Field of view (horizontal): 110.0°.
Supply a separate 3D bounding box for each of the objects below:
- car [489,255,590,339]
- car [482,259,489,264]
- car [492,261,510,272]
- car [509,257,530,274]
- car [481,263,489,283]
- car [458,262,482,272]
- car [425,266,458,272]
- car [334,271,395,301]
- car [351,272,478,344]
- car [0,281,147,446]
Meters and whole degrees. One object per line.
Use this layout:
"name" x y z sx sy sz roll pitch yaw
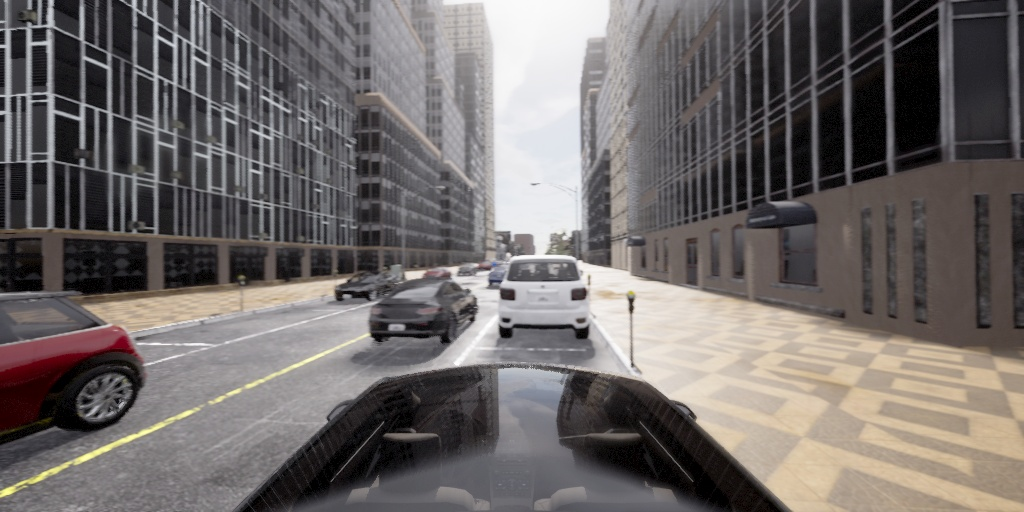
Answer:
"car" 0.910 1.000 10.301 2.150 2.045 5.566 -1 0 5
"car" -3.982 1.504 52.212 1.888 1.381 4.507 0 0 5
"car" -1.465 1.493 50.392 1.994 1.385 4.181 -1 0 6
"car" 1.021 1.106 44.755 2.150 2.045 5.566 -1 0 5
"car" -0.596 1.390 26.393 2.033 1.411 5.357 -1 0 5
"car" -5.046 1.486 40.878 2.007 1.370 4.403 0 0 5
"car" -6.108 1.492 29.541 1.802 1.307 4.207 0 0 5
"car" -7.172 1.449 18.208 1.948 1.339 4.313 0 0 5
"car" -2.175 1.328 9.716 1.812 1.442 4.674 -1 0 5
"car" -6.026 1.168 2.773 2.097 1.767 4.553 -1 0 5
